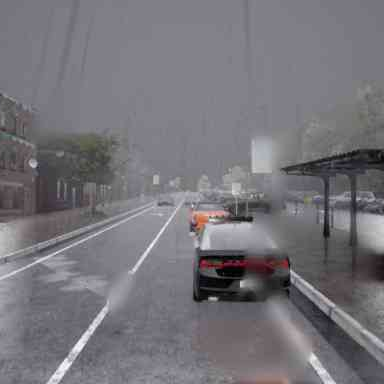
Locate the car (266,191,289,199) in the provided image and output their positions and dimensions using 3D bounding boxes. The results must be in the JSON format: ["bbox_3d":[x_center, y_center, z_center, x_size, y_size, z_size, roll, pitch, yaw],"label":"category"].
[{"bbox_3d":[18.643,0.625,72.591,4.553,1.767,2.185,0,1,0],"label":"car"}]

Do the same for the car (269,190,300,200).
[{"bbox_3d":[18.660,0.591,67.037,5.566,2.045,2.435,0,1,0],"label":"car"}]

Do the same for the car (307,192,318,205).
[{"bbox_3d":[18.701,1.158,44.832,5.008,1.535,2.097,0,1,0],"label":"car"}]

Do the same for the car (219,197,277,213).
[{"bbox_3d":[5.481,1.262,32.842,5.366,1.575,1.946,0,0,0],"label":"car"}]

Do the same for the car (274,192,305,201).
[{"bbox_3d":[18.827,0.886,64.266,5.366,1.575,1.946,0,1,0],"label":"car"}]

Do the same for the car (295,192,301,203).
[{"bbox_3d":[18.658,1.129,50.381,4.792,1.488,2.163,0,1,0],"label":"car"}]

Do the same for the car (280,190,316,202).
[{"bbox_3d":[18.688,0.730,58.711,5.566,2.045,2.435,0,1,0],"label":"car"}]

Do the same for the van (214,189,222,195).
[{"bbox_3d":[5.512,0.939,44.056,4.442,1.987,1.878,0,0,0],"label":"van"}]

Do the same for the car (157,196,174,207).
[{"bbox_3d":[-3.335,1.234,42.785,1.994,1.385,4.181,0,1,0],"label":"car"}]

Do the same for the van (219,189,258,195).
[{"bbox_3d":[5.764,0.990,38.447,4.442,1.987,1.878,0,1,0],"label":"van"}]

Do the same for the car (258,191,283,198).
[{"bbox_3d":[18.409,0.655,78.141,5.366,1.575,1.946,0,1,0],"label":"car"}]

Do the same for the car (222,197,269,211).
[{"bbox_3d":[5.660,1.280,35.646,4.674,1.452,2.002,0,0,0],"label":"car"}]

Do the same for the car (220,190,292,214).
[{"bbox_3d":[5.647,1.038,30.037,5.566,2.045,2.435,0,1,0],"label":"car"}]

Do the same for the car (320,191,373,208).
[{"bbox_3d":[18.696,0.958,39.278,5.566,2.045,2.435,0,1,0],"label":"car"}]

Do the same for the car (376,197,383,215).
[{"bbox_3d":[18.791,1.336,28.178,4.792,1.488,2.163,0,1,0],"label":"car"}]

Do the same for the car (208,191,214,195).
[{"bbox_3d":[5.597,1.031,55.274,4.892,1.521,2.231,0,1,0],"label":"car"}]

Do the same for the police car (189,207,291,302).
[{"bbox_3d":[0.958,1.402,8.416,1.930,1.638,5.238,0,0,0],"label":"police car"}]

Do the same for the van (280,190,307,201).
[{"bbox_3d":[18.767,0.709,61.488,4.442,1.987,1.878,0,1,0],"label":"van"}]

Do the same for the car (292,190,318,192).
[{"bbox_3d":[18.640,0.771,55.934,5.566,2.045,2.435,0,1,0],"label":"car"}]

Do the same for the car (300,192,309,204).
[{"bbox_3d":[18.881,1.126,47.609,5.366,1.575,1.946,0,1,0],"label":"car"}]

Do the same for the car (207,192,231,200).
[{"bbox_3d":[5.537,0.805,69.292,4.892,1.521,2.231,0,1,0],"label":"car"}]

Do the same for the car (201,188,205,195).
[{"bbox_3d":[5.487,0.413,77.696,5.566,2.045,2.435,0,1,0],"label":"car"}]

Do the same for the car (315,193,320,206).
[{"bbox_3d":[18.709,1.186,42.054,4.892,1.521,2.231,0,0,0],"label":"car"}]

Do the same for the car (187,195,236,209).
[{"bbox_3d":[0.938,1.258,18.285,2.097,1.767,4.553,0,0,0],"label":"car"}]

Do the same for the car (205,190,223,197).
[{"bbox_3d":[5.466,0.446,83.303,4.553,1.767,2.185,0,1,0],"label":"car"}]

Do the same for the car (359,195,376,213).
[{"bbox_3d":[18.759,1.283,30.953,4.892,1.521,2.231,0,1,0],"label":"car"}]

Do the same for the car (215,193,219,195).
[{"bbox_3d":[5.633,1.191,41.252,5.008,1.535,2.097,0,1,0],"label":"car"}]

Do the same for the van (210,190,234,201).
[{"bbox_3d":[5.679,0.671,63.682,4.442,1.987,1.878,0,1,0],"label":"van"}]

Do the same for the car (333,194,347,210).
[{"bbox_3d":[18.739,1.233,36.504,5.008,1.535,2.097,0,1,0],"label":"car"}]

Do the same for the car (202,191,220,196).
[{"bbox_3d":[5.454,0.385,94.517,5.008,1.535,2.097,0,1,0],"label":"car"}]

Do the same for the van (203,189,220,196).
[{"bbox_3d":[5.352,0.206,91.710,4.442,1.987,1.878,0,1,0],"label":"van"}]

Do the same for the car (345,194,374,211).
[{"bbox_3d":[18.748,1.258,33.728,5.008,1.535,2.097,0,1,0],"label":"car"}]

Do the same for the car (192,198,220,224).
[{"bbox_3d":[0.926,1.308,24.514,1.801,1.575,5.366,0,0,0],"label":"car"}]

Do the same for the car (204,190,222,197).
[{"bbox_3d":[5.456,0.399,86.107,4.553,1.767,2.185,0,1,0],"label":"car"}]

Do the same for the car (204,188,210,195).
[{"bbox_3d":[5.544,0.693,60.878,5.566,2.045,2.435,0,1,0],"label":"car"}]

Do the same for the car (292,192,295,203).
[{"bbox_3d":[18.707,1.091,53.164,4.792,1.488,2.163,0,1,0],"label":"car"}]

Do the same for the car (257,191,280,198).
[{"bbox_3d":[18.590,0.613,80.918,4.892,1.521,2.231,0,1,0],"label":"car"}]

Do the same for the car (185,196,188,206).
[{"bbox_3d":[-0.058,1.224,46.840,1.895,1.301,4.718,0,1,1],"label":"car"}]

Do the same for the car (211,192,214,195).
[{"bbox_3d":[5.639,1.136,49.664,4.792,1.488,2.163,0,1,0],"label":"car"}]

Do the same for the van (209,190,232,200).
[{"bbox_3d":[5.670,0.625,66.485,4.442,1.987,1.878,0,1,0],"label":"van"}]

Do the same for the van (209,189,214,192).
[{"bbox_3d":[5.698,0.764,58.078,4.442,1.987,1.878,0,1,0],"label":"van"}]
